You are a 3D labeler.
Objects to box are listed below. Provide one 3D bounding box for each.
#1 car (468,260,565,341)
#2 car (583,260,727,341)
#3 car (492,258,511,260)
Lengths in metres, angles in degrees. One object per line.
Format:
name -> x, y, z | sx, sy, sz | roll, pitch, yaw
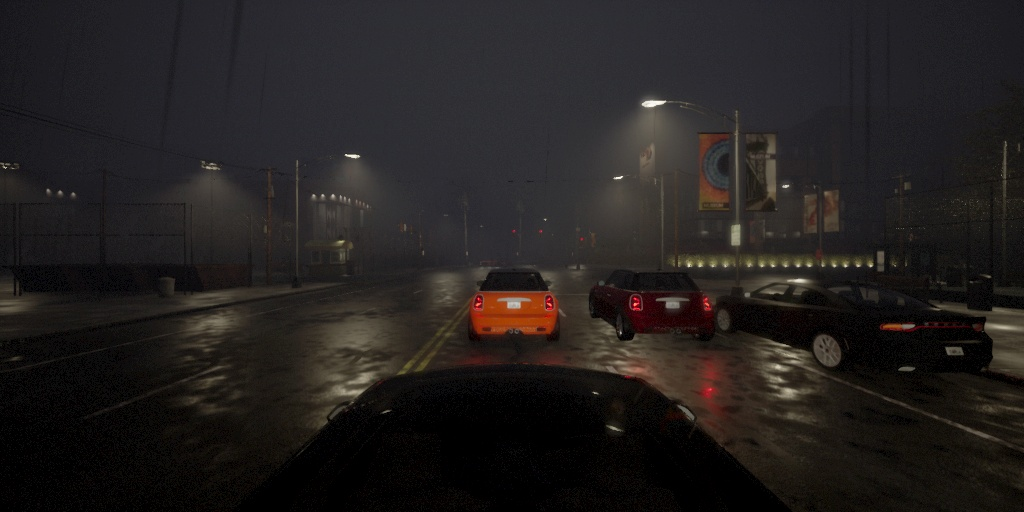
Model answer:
car -> 0.061, 1.102, 10.011 | 2.097, 1.767, 4.553 | 0, 0, 0
car -> 3.561, 1.102, 10.028 | 2.097, 1.767, 4.553 | 0, 0, 0
car -> -1.426, 1.100, 65.004 | 2.097, 1.767, 4.553 | 0, 0, 17
